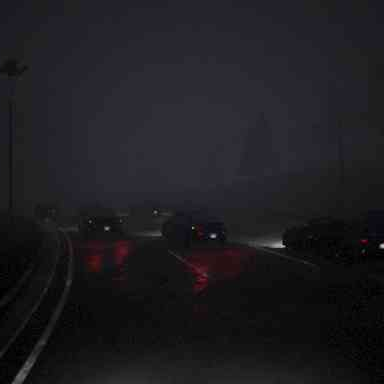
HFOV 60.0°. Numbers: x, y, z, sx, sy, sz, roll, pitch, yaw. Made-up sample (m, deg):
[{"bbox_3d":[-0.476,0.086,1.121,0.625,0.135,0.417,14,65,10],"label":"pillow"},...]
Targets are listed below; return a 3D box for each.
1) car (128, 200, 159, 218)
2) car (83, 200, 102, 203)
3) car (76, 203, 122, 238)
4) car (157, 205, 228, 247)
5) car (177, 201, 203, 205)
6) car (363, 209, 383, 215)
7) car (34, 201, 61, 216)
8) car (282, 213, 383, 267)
[{"bbox_3d":[-4.538,1.558,31.636,1.837,1.490,4.892,0,0,-32],"label":"car"},{"bbox_3d":[-10.256,1.579,33.840,1.882,1.535,5.008,0,0,-35],"label":"car"},{"bbox_3d":[-5.089,1.577,18.251,1.812,1.442,4.674,0,0,-25],"label":"car"},{"bbox_3d":[0.011,1.534,15.166,1.812,1.442,4.674,0,0,-21],"label":"car"},{"bbox_3d":[-0.315,1.545,31.480,1.812,1.442,4.674,0,0,-31],"label":"car"},{"bbox_3d":[7.926,1.420,13.696,1.882,1.535,5.008,0,0,-17],"label":"car"},{"bbox_3d":[-14.925,1.665,34.292,1.812,1.442,4.674,0,0,-37],"label":"car"},{"bbox_3d":[4.928,1.530,11.476,1.994,1.385,4.181,0,0,-17],"label":"car"}]
